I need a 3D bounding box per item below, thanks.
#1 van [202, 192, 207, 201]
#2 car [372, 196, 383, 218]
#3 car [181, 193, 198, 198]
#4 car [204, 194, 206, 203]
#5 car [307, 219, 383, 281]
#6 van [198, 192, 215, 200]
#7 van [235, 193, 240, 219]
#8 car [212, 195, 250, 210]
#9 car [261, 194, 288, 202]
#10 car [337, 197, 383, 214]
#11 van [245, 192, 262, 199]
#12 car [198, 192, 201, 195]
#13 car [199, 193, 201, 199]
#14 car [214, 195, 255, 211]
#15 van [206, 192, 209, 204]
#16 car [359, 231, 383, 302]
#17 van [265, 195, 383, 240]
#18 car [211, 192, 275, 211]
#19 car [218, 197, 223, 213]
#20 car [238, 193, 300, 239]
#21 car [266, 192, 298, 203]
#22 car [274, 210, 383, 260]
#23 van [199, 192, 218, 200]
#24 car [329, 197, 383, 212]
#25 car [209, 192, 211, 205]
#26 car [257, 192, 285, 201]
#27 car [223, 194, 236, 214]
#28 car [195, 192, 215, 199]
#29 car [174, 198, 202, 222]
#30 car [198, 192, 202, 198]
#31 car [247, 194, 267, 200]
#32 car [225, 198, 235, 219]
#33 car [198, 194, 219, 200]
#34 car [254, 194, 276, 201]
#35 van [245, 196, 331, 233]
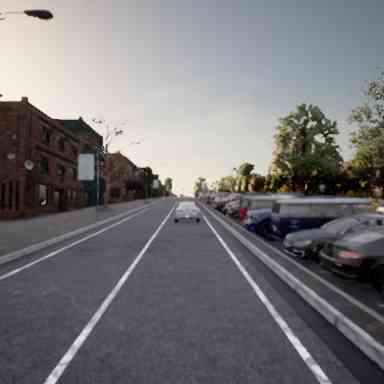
[{"bbox_3d":[4.408,1.085,58.573,4.442,1.987,1.878,0,0,-1],"label":"van"},{"bbox_3d":[18.261,1.265,28.472,4.553,1.767,2.185,0,0,-1],"label":"car"},{"bbox_3d":[-0.656,1.280,39.784,2.097,1.767,4.553,0,0,-1],"label":"car"},{"bbox_3d":[4.694,1.344,50.168,5.008,1.535,2.097,0,0,-1],"label":"car"},{"bbox_3d":[5.566,1.540,8.125,4.674,1.452,2.002,0,0,-1],"label":"car"},{"bbox_3d":[3.774,1.022,89.401,4.442,1.987,1.878,0,0,-1],"label":"van"},{"bbox_3d":[5.395,1.231,22.143,4.442,1.987,1.878,0,0,-1],"label":"van"},{"bbox_3d":[4.841,1.253,41.759,4.553,1.767,2.185,0,0,-1],"label":"car"},{"bbox_3d":[17.361,1.227,70.243,5.008,1.535,2.097,0,0,-1],"label":"car"},{"bbox_3d":[17.930,1.366,34.017,5.366,1.575,1.946,0,0,-1],"label":"car"},{"bbox_3d":[17.027,0.976,92.524,4.442,1.987,1.878,0,0,-1],"label":"van"},{"bbox_3d":[4.207,1.293,72.587,4.792,1.488,2.163,0,0,-1],"label":"car"},{"bbox_3d":[4.595,1.284,64.185,5.366,1.575,1.946,0,0,-1],"label":"car"},{"bbox_3d":[4.900,1.264,38.956,4.553,1.767,2.185,0,0,-1],"label":"car"},{"bbox_3d":[4.640,1.130,47.362,4.442,1.987,1.878,0,0,-1],"label":"van"},{"bbox_3d":[5.656,1.531,5.319,4.792,1.488,2.163,0,0,-1],"label":"car"},{"bbox_3d":[5.568,1.265,13.737,4.442,1.987,1.878,0,0,-1],"label":"van"},{"bbox_3d":[5.018,1.161,33.351,5.566,2.045,2.435,0,0,-1],"label":"car"},{"bbox_3d":[5.102,1.463,30.550,4.674,1.452,2.002,0,0,-1],"label":"car"},{"bbox_3d":[5.366,1.229,16.534,5.566,2.045,2.435,0,0,-1],"label":"car"},{"bbox_3d":[17.452,0.993,64.674,5.566,2.045,2.435,0,0,-1],"label":"car"},{"bbox_3d":[5.517,1.497,10.928,4.892,1.521,2.231,0,0,-1],"label":"car"},{"bbox_3d":[4.120,1.026,83.800,4.442,1.987,1.878,0,0,-1],"label":"van"},{"bbox_3d":[18.064,1.358,36.797,4.892,1.521,2.231,0,0,-1],"label":"car"},{"bbox_3d":[4.960,1.149,36.153,5.566,2.045,2.435,0,0,-1],"label":"car"},{"bbox_3d":[17.280,0.970,73.028,5.566,2.045,2.435,0,0,-1],"label":"car"},{"bbox_3d":[5.194,1.309,27.747,4.553,1.767,2.185,0,0,-1],"label":"car"},{"bbox_3d":[3.808,0.995,95.008,5.566,2.045,2.435,0,0,-1],"label":"car"},{"bbox_3d":[-0.389,1.502,26.091,1.812,1.442,4.674,0,0,-1],"label":"car"},{"bbox_3d":[4.347,1.277,66.981,5.008,1.535,2.097,0,0,-1],"label":"car"},{"bbox_3d":[17.021,1.247,86.950,4.674,1.452,2.002,0,0,-1],"label":"car"},{"bbox_3d":[5.214,1.447,24.944,4.892,1.521,2.231,0,0,-1],"label":"car"},{"bbox_3d":[4.057,1.254,80.994,5.008,1.535,2.097,0,0,-1],"label":"car"},{"bbox_3d":[17.165,1.244,78.595,4.792,1.488,2.163,0,0,-1],"label":"car"},{"bbox_3d":[5.453,1.243,19.340,4.442,1.987,1.878,0,0,-1],"label":"van"}]
